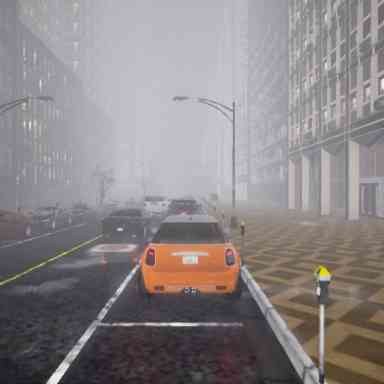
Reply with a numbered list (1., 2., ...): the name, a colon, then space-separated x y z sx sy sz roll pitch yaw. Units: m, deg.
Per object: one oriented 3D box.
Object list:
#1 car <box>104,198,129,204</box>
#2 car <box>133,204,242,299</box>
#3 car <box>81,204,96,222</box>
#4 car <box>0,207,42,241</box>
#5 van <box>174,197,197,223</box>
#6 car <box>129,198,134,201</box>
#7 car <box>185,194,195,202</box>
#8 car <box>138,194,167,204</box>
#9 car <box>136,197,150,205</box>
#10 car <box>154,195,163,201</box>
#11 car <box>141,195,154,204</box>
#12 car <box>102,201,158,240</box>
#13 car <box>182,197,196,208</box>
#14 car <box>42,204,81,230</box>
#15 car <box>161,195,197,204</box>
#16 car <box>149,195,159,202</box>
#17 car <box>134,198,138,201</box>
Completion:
1. car: -8.844 1.544 37.723 2.008 1.369 4.403 -1 0 0
2. car: -0.033 1.351 8.621 2.097 1.767 4.553 0 0 0
3. car: -8.843 1.577 26.356 1.802 1.307 4.206 -1 0 0
4. car: -8.843 1.542 14.989 1.887 1.381 4.507 -1 0 0
5. van: -0.465 1.336 26.356 1.690 1.788 3.998 -1 0 0
6. car: -8.843 1.541 49.090 2.008 1.369 4.403 -1 0 0
7. car: -0.465 1.298 77.509 2.192 1.841 5.009 -1 0 0
8. car: -3.136 1.219 30.312 2.150 2.045 5.566 0 0 0
9. car: -8.843 1.570 60.458 1.802 1.307 4.206 -1 0 0
10. car: -8.844 1.545 88.876 1.947 1.339 4.313 -1 0 0
11. car: -8.845 1.426 66.141 1.967 1.590 4.097 -1 0 0
12. car: -3.114 1.474 16.992 1.882 1.535 5.008 0 0 1
13. car: -0.463 1.541 49.090 2.008 1.369 4.403 -1 0 0
14. car: -8.844 1.547 20.672 2.008 1.369 4.403 -1 0 0
15. car: -0.465 1.311 20.672 2.192 1.841 5.009 -1 0 0
16. car: -8.843 1.508 77.339 1.752 1.417 4.829 -1 0 0
17. car: -6.166 1.499 45.305 1.837 1.490 4.892 0 -1 0
